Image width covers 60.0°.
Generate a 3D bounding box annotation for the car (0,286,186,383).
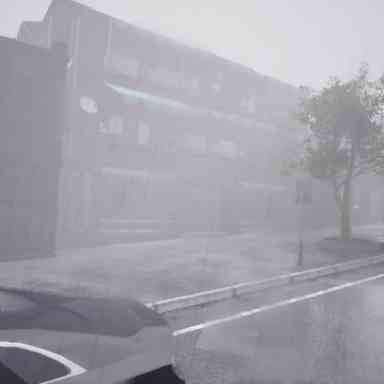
[{"bbox_3d":[-2.321,1.483,1.908,4.902,1.511,2.128,1,0,-35],"label":"car"}]
